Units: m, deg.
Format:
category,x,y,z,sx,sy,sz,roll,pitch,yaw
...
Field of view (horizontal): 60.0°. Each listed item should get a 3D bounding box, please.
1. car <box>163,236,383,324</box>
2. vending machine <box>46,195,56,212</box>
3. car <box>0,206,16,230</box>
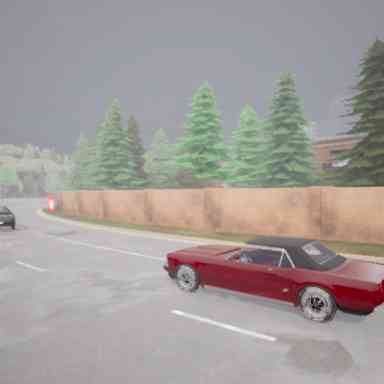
category,x,y,z,sx,sy,sz,roll,pitch,yaw
car,1.626,1.644,7.303,4.718,1.301,1.895,0,0,38
vending machine,-18.206,1.485,42.944,1.100,2.100,0.880,0,0,-25
car,-12.793,1.642,21.467,2.128,1.511,4.902,0,0,-40
